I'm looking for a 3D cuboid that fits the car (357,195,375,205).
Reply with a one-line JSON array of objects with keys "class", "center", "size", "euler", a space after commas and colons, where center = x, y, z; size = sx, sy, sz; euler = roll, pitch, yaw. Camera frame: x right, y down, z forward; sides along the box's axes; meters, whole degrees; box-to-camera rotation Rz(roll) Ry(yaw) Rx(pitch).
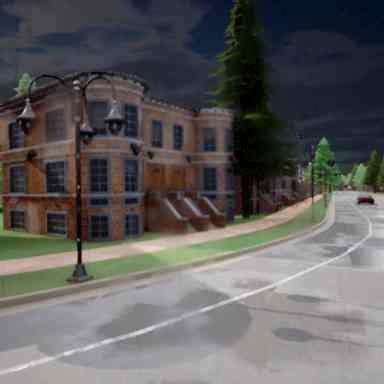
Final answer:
[{"class": "car", "center": [22.610, 1.017, 43.353], "size": [1.895, 1.301, 4.718], "euler": [0, 0, 23]}]
